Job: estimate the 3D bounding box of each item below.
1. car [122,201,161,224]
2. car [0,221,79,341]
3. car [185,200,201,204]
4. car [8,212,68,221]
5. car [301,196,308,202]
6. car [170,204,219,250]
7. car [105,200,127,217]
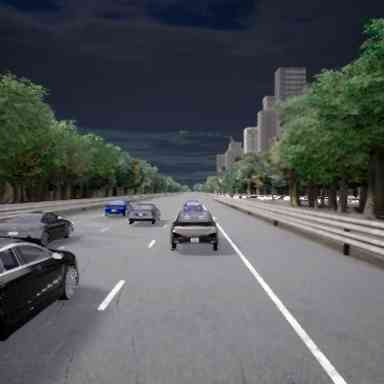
[{"bbox_3d":[-3.399,1.552,24.500,2.033,1.411,5.357,0,0,0],"label":"car"},{"bbox_3d":[-3.401,1.495,5.414,2.128,1.511,4.902,0,0,0],"label":"car"},{"bbox_3d":[0.098,1.519,31.274,1.812,1.442,4.674,0,0,0],"label":"car"},{"bbox_3d":[-6.901,1.571,14.872,1.994,1.385,4.181,0,0,0],"label":"car"},{"bbox_3d":[25.561,1.681,74.330,2.163,1.488,4.792,0,1,-43],"label":"car"},{"bbox_3d":[0.099,1.498,14.280,2.128,1.511,4.902,0,0,0],"label":"car"},{"bbox_3d":[-6.902,1.470,31.822,1.882,1.535,5.008,0,0,0],"label":"car"}]
